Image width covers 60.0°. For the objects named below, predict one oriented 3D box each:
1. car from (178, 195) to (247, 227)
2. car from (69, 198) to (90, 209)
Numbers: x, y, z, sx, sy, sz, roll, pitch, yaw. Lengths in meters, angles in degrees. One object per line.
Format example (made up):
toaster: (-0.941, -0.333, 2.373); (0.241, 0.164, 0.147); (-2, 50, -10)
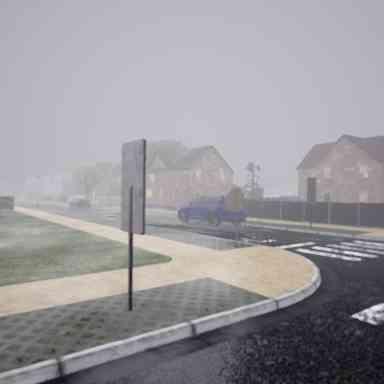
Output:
car: (1.277, 1.229, 22.917); (2.150, 2.045, 5.566); (1, 0, -37)
car: (-15.612, 1.536, 46.143); (1.837, 1.490, 4.892); (1, 0, -36)
